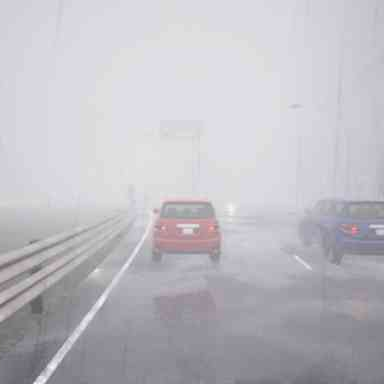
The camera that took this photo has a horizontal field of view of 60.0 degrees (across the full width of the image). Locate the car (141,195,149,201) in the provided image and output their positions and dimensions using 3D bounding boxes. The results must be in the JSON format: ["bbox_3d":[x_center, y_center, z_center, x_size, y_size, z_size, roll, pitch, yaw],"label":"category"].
[{"bbox_3d":[-9.741,1.278,69.805,1.895,1.301,4.718,0,0,-11],"label":"car"}]

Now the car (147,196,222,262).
[{"bbox_3d":[-0.257,1.212,12.214,2.150,2.045,5.566,1,0,-3],"label":"car"}]

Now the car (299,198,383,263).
[{"bbox_3d":[5.481,1.206,11.907,2.150,2.045,5.566,0,0,5],"label":"car"}]
